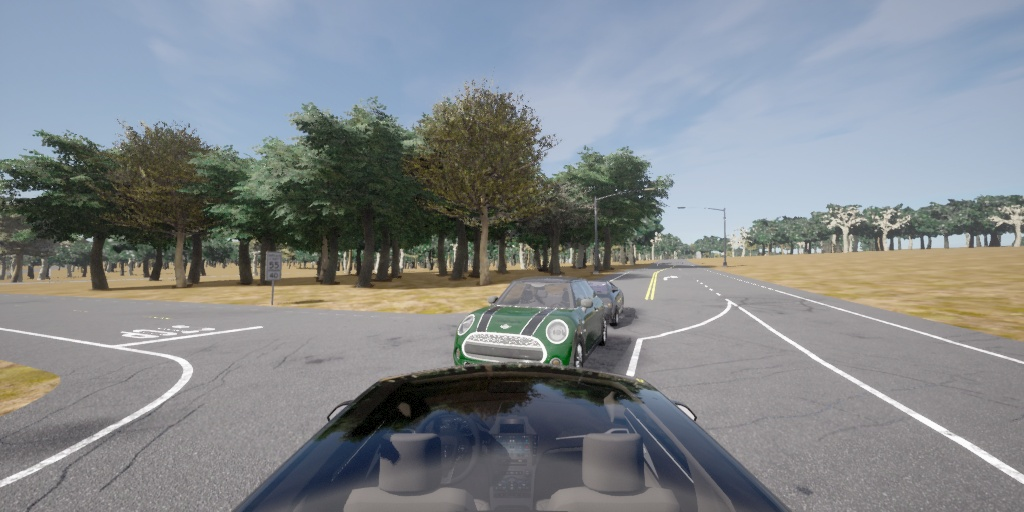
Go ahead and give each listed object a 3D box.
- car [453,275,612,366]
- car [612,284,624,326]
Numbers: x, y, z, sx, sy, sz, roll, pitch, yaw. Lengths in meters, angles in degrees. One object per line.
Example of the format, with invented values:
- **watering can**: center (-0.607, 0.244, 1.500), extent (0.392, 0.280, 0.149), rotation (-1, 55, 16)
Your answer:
- **car**: center (0.668, 1.223, 7.497), extent (2.097, 1.767, 4.553), rotation (-1, -2, 22)
- **car**: center (2.884, 1.555, 12.933), extent (1.994, 1.385, 4.181), rotation (-2, 0, 22)
